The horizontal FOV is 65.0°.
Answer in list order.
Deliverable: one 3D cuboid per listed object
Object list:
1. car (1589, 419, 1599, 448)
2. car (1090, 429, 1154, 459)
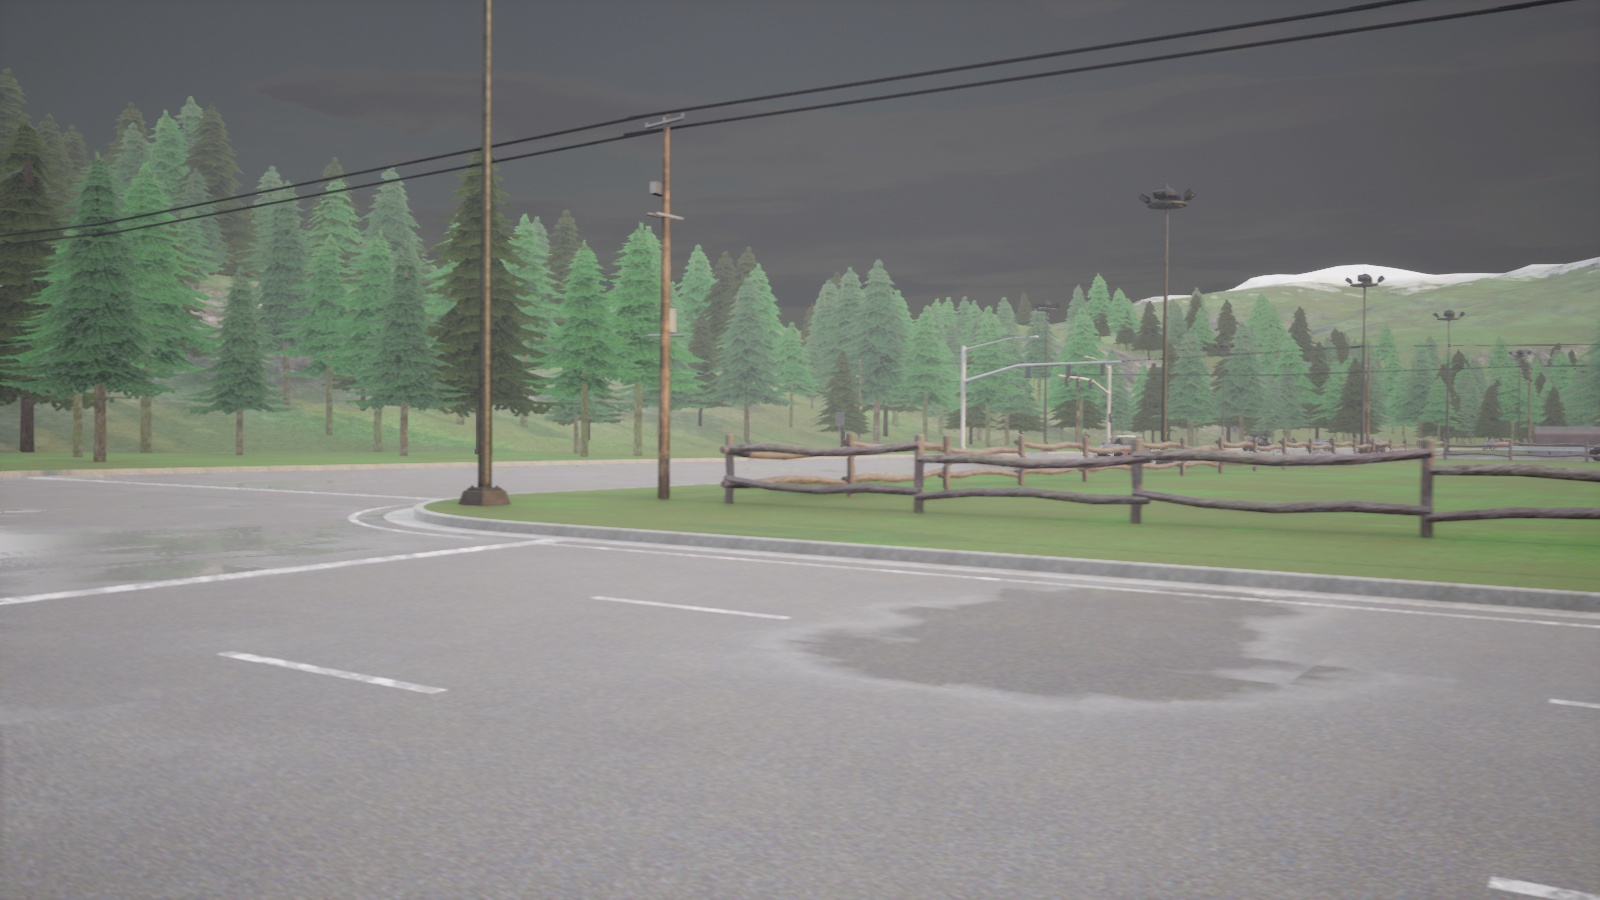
[{"bbox_3d":[52.911,-1.052,80.555,3.866,1.878,1.905,0,1,34],"label":"car"},{"bbox_3d":[16.509,-0.333,64.249,1.970,1.475,3.806,0,1,34],"label":"car"}]
